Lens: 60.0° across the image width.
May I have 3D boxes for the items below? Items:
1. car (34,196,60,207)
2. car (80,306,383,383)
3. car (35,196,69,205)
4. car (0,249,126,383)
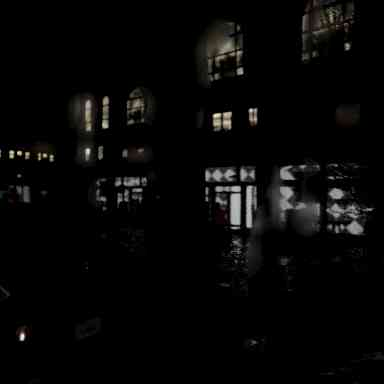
[{"bbox_3d":[-19.050,1.405,45.283,1.887,1.381,4.507,0,0,35],"label":"car"},{"bbox_3d":[1.669,1.554,1.683,4.403,1.369,2.008,0,0,36],"label":"car"},{"bbox_3d":[-22.871,1.356,54.511,1.752,1.417,4.829,0,0,35],"label":"car"},{"bbox_3d":[-2.840,1.534,4.900,4.313,1.339,1.947,0,0,36],"label":"car"}]
